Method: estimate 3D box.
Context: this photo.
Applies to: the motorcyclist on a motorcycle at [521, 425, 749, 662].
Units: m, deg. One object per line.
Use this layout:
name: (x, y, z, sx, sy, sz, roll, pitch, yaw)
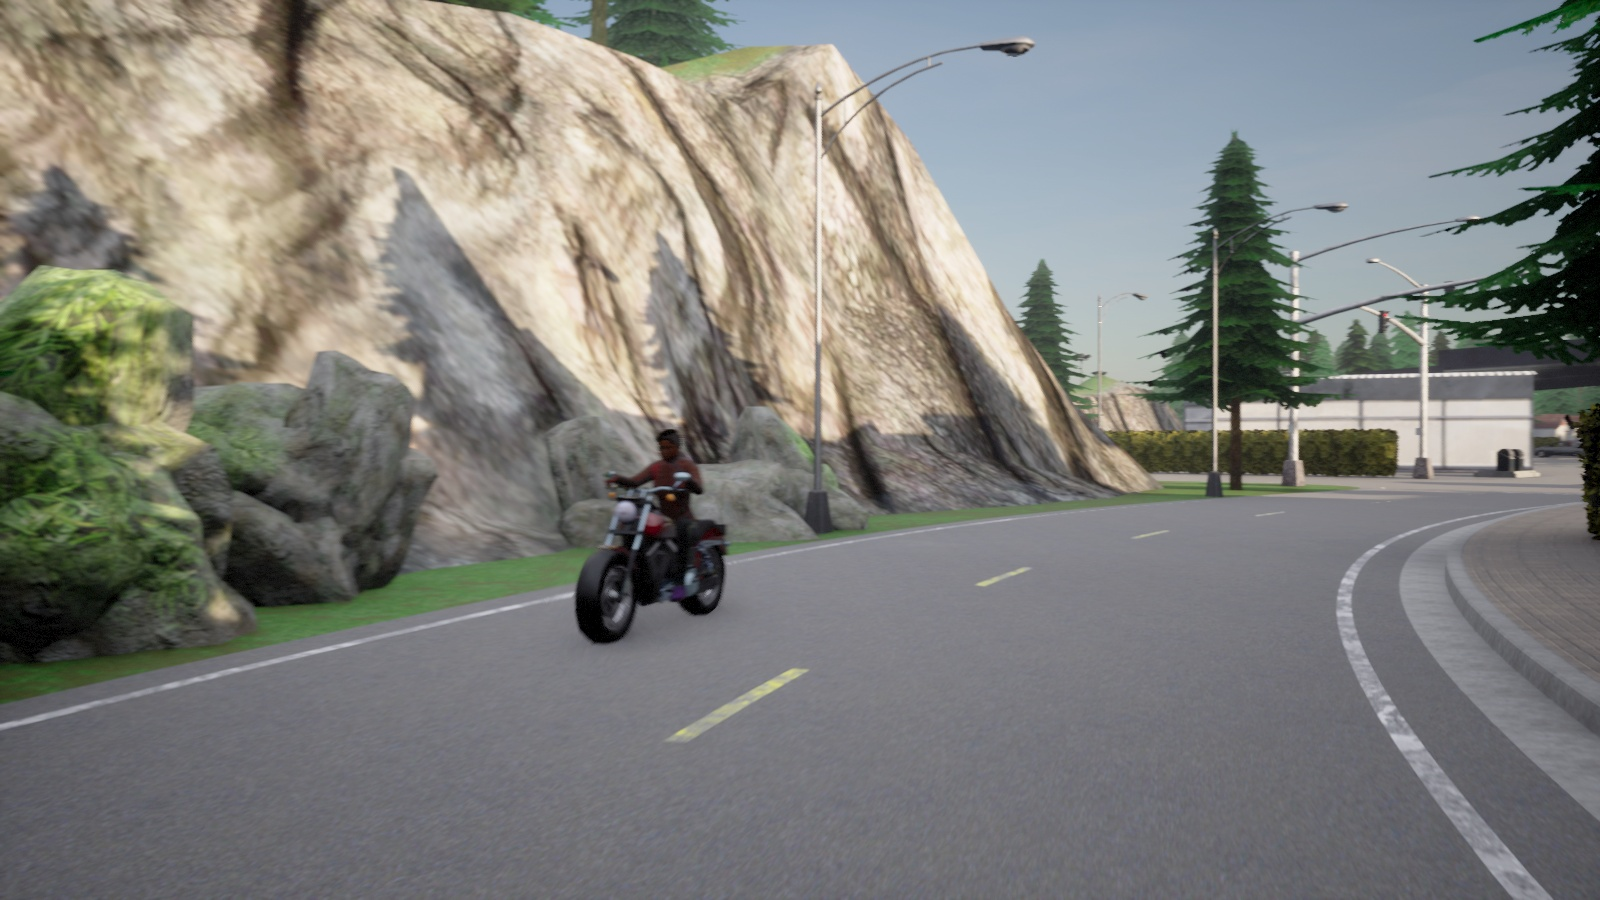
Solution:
motorcyclist on a motorcycle: (-1.219, 0.637, 9.947, 0.766, 1.649, 2.350, 0, 1, 21)
